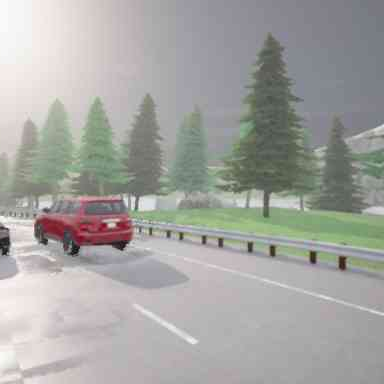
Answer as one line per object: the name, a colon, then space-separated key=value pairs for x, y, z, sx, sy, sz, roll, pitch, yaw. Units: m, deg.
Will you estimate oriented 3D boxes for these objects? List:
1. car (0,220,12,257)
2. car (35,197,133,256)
car: x=-8.001 y=1.459 z=11.968 sx=2.128 sy=1.511 sz=4.902 roll=0 pitch=0 yaw=-42
car: x=-4.465 y=1.194 z=13.322 sx=2.150 sy=2.045 sz=5.566 roll=0 pitch=0 yaw=-41
